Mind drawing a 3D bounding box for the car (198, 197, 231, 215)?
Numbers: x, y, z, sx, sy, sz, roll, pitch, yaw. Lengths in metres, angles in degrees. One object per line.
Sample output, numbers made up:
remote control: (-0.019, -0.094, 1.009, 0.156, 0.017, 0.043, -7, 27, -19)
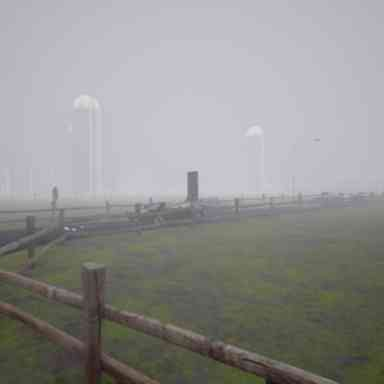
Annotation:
car: (0.764, 1.118, 25.690, 5.357, 1.411, 2.033, -1, 0, -42)

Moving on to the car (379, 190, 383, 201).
car: (28.237, 0.397, 46.920, 4.892, 1.490, 1.837, -1, 0, -42)

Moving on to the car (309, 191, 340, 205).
car: (15.710, 0.699, 39.306, 4.892, 1.490, 1.837, -1, 0, -42)

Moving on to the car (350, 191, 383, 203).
car: (20.979, 0.620, 40.226, 5.357, 1.411, 2.033, -1, 0, -42)

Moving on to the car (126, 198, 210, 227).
car: (-1.422, 1.238, 19.832, 4.718, 1.301, 1.895, -1, 0, -42)
